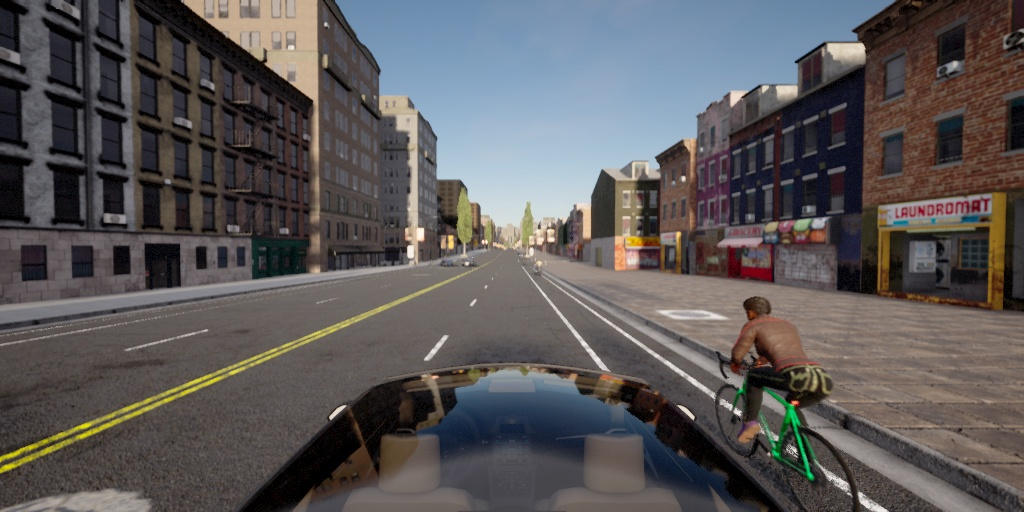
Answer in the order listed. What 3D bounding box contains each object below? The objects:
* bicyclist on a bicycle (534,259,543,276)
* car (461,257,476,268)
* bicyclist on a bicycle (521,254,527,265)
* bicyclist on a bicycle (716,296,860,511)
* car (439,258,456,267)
[{"bbox_3d":[2.512,1.069,33.388,0.866,1.612,1.509,0,1,-3],"label":"bicyclist on a bicycle"},{"bbox_3d":[-6.526,0.947,54.564,2.128,1.511,4.902,0,0,0],"label":"car"},{"bbox_3d":[2.277,0.760,61.530,0.659,1.776,1.843,0,1,0],"label":"bicyclist on a bicycle"},{"bbox_3d":[2.274,1.199,3.165,0.582,1.620,1.656,0,0,0],"label":"bicyclist on a bicycle"},{"bbox_3d":[-9.773,1.018,54.643,1.994,1.385,4.181,0,0,1],"label":"car"}]
